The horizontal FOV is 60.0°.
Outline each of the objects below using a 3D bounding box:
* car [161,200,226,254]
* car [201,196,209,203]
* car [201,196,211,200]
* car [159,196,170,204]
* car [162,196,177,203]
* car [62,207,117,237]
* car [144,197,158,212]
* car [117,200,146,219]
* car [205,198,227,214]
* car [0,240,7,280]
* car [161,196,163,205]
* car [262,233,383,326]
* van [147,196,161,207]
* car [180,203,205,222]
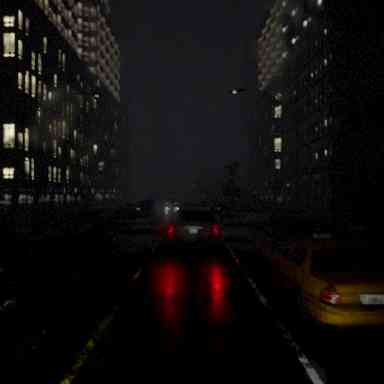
[{"bbox_3d":[0.063,1.391,13.742,2.097,1.767,4.553,0,0,0],"label":"car"},{"bbox_3d":[2.970,1.705,76.582,1.812,1.442,4.674,0,0,0],"label":"car"},{"bbox_3d":[2.672,1.583,58.247,1.967,1.590,4.097,0,0,0],"label":"car"},{"bbox_3d":[-5.713,1.606,69.642,1.967,1.590,4.097,0,0,0],"label":"car"},{"bbox_3d":[-3.100,1.634,51.771,1.837,1.490,4.892,0,0,0],"label":"car"},{"bbox_3d":[-5.694,1.633,18.411,1.802,1.307,4.206,0,0,0],"label":"car"},{"bbox_3d":[-5.703,1.651,41.181,1.887,1.381,4.507,0,0,0],"label":"car"},{"bbox_3d":[-5.699,1.630,29.797,2.008,1.369,4.403,0,0,0],"label":"car"},{"bbox_3d":[2.680,1.658,35.480,1.947,1.339,4.313,0,0,0],"label":"car"},{"bbox_3d":[-5.690,1.587,7.028,1.947,1.339,4.313,0,0,0],"label":"car"},{"bbox_3d":[-5.707,1.713,52.566,1.802,1.307,4.206,0,0,0],"label":"car"},{"bbox_3d":[2.691,1.546,7.189,1.752,1.417,4.829,0,0,0],"label":"car"},{"bbox_3d":[-5.704,1.460,46.874,1.690,1.788,3.998,0,0,0],"label":"van"},{"bbox_3d":[0.052,1.675,27.879,1.895,1.301,4.718,0,0,0],"label":"car"}]
